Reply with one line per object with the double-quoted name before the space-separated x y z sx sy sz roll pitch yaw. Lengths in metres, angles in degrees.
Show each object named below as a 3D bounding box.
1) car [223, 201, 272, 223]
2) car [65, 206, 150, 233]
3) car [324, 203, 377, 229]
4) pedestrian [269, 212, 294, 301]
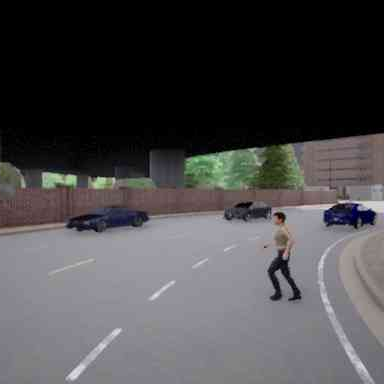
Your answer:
"car" 4.398 1.468 25.673 1.837 1.490 4.892 0 0 43
"car" -4.749 1.517 19.705 2.033 1.411 5.357 0 0 32
"car" 10.210 1.447 21.313 1.882 1.535 5.008 0 0 45
"pedestrian" 1.820 1.284 6.786 0.375 1.860 0.375 0 0 15
